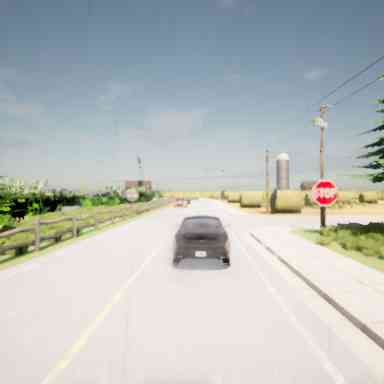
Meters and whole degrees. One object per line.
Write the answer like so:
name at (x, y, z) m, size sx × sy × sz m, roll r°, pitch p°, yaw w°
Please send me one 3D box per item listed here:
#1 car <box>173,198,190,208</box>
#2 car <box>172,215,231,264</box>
car at (-1.848, 1.727, 54.043) m, size 2.097 × 1.767 × 4.553 m, roll 0°, pitch 0°, yaw 2°
car at (0.357, 1.587, 12.150) m, size 1.837 × 1.490 × 4.892 m, roll 0°, pitch 0°, yaw 2°
